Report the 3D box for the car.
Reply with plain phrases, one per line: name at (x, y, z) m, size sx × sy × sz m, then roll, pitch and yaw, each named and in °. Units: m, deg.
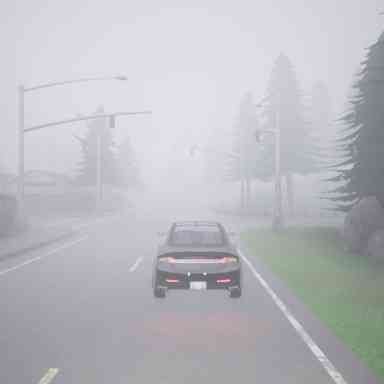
car at (0.118, 1.489, 8.487) m, size 2.128 × 1.511 × 4.902 m, roll 0°, pitch 0°, yaw 0°
